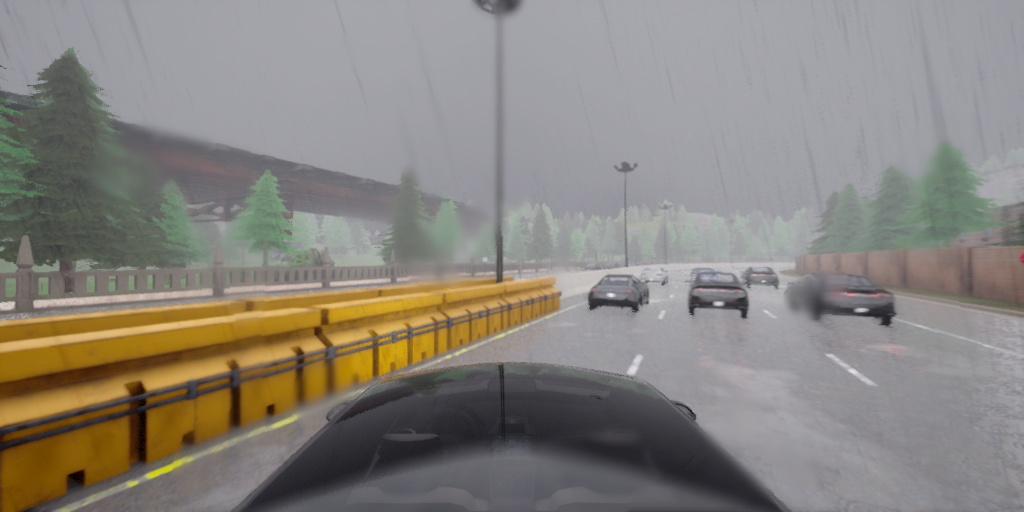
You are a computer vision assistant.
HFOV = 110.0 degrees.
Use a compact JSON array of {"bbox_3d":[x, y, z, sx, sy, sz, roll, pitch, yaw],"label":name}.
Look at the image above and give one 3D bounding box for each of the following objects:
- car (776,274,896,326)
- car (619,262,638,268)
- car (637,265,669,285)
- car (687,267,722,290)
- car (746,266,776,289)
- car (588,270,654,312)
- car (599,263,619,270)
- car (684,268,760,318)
[{"bbox_3d":[10.964,1.348,12.302,2.128,1.511,4.902,0,-1,27],"label":"car"},{"bbox_3d":[19.949,1.844,60.032,1.882,1.535,5.008,-1,-1,33],"label":"car"},{"bbox_3d":[11.567,1.564,29.195,1.812,1.442,4.674,0,0,27],"label":"car"},{"bbox_3d":[14.068,1.553,26.408,2.033,1.411,5.357,0,-1,27],"label":"car"},{"bbox_3d":[17.654,1.487,25.730,2.128,1.511,4.902,0,-1,27],"label":"car"},{"bbox_3d":[4.645,1.458,15.316,1.994,1.385,4.181,0,-1,27],"label":"car"},{"bbox_3d":[17.248,1.897,62.286,1.837,1.490,4.892,-1,-1,33],"label":"car"},{"bbox_3d":[7.831,1.368,13.861,2.128,1.511,4.902,0,-1,27],"label":"car"}]
